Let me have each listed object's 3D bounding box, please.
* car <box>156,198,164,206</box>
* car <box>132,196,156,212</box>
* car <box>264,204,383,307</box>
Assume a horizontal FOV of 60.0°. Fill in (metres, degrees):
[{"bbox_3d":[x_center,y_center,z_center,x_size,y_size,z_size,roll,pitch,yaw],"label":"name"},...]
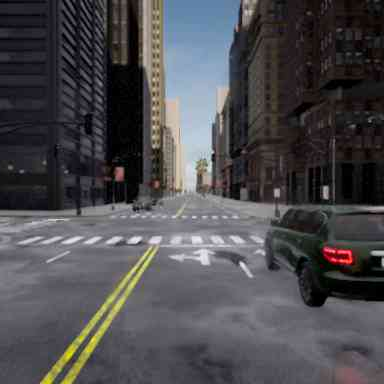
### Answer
[{"bbox_3d":[-6.485,2.023,64.714,1.837,1.490,4.892,0,-1,0],"label":"car"},{"bbox_3d":[-6.573,1.595,44.839,2.150,2.045,5.566,0,-1,0],"label":"car"},{"bbox_3d":[3.353,1.300,8.297,2.150,2.045,5.566,0,0,0],"label":"car"}]
